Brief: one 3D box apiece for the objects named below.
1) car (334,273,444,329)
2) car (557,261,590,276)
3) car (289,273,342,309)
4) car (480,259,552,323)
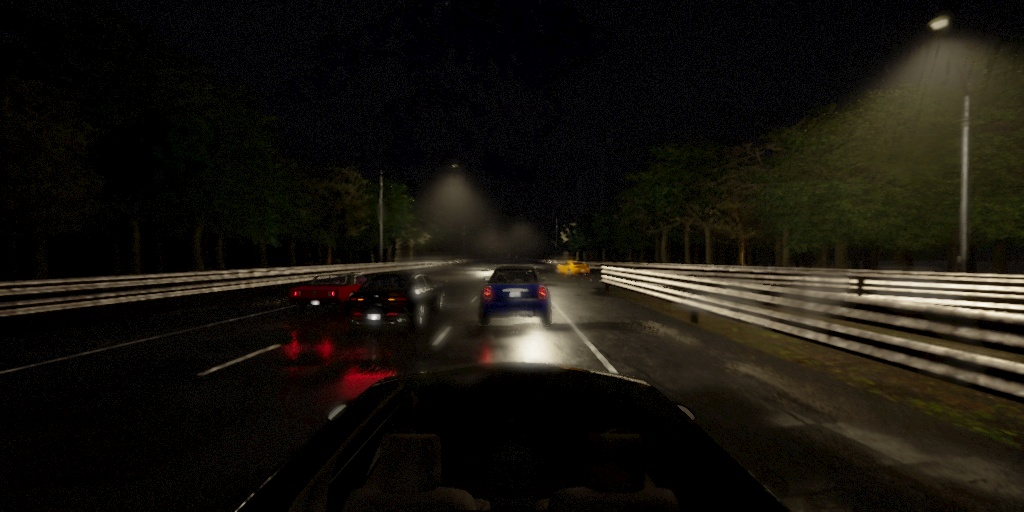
[{"bbox_3d":[-3.397,1.257,11.270,1.837,1.490,4.892,0,0,0],"label":"car"},{"bbox_3d":[6.395,1.302,37.940,1.882,1.535,5.008,0,0,-15],"label":"car"},{"bbox_3d":[-6.894,1.355,14.806,1.895,1.301,4.718,0,0,0],"label":"car"},{"bbox_3d":[0.103,1.105,12.233,2.097,1.767,4.553,0,0,0],"label":"car"}]
